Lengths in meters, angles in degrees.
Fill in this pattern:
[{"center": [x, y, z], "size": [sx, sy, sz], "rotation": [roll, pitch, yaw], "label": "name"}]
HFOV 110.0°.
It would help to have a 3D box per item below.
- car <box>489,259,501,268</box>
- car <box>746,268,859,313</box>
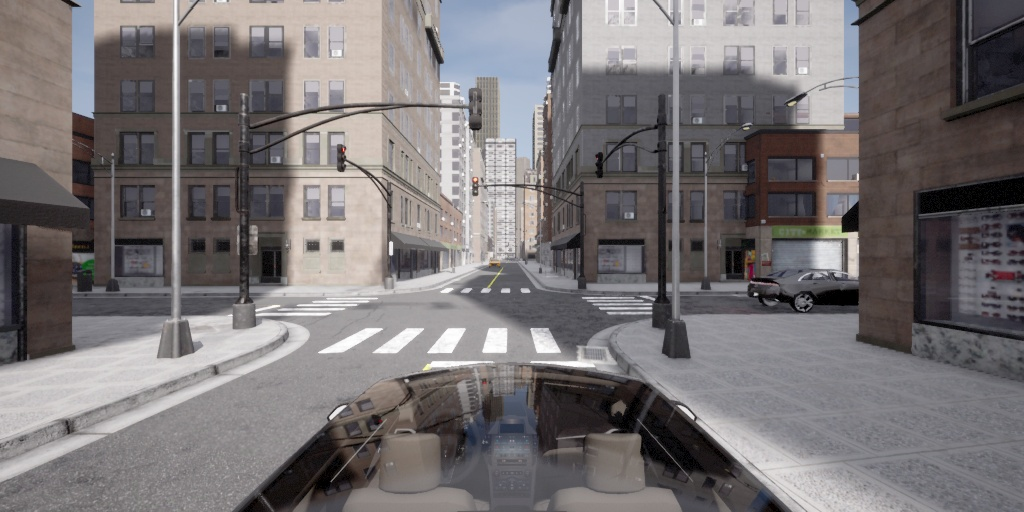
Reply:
[{"center": [-2.995, 1.208, 62.919], "size": [1.882, 1.535, 5.008], "rotation": [0, 0, 0], "label": "car"}, {"center": [11.428, 1.209, 13.234], "size": [4.902, 1.511, 2.128], "rotation": [0, 0, 0], "label": "car"}]
